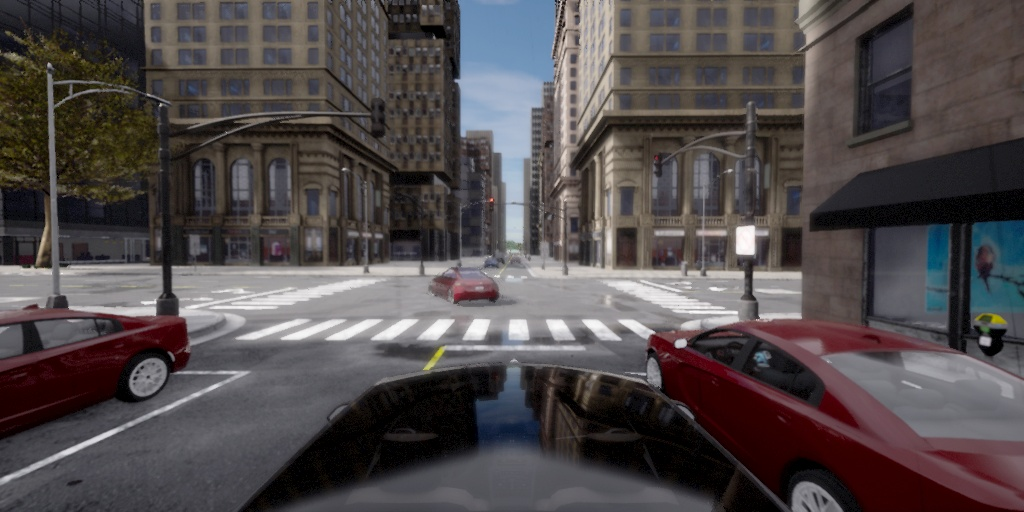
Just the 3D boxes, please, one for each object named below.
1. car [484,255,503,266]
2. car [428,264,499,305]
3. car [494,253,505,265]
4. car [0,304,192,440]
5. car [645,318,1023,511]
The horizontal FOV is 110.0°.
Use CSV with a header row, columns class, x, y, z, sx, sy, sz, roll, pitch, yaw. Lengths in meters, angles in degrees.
class,x,y,z,sx,sy,sz,roll,pitch,yaw
car,-2.647,0.925,47.458,2.033,1.411,5.357,0,0,1
car,-2.214,1.196,15.655,1.994,1.385,4.181,0,1,-28
car,-2.411,0.461,64.155,2.150,2.045,5.566,0,1,1
car,-5.752,1.281,3.568,1.888,1.381,4.507,0,0,1
car,2.773,1.280,3.491,1.888,1.381,4.507,0,0,1
